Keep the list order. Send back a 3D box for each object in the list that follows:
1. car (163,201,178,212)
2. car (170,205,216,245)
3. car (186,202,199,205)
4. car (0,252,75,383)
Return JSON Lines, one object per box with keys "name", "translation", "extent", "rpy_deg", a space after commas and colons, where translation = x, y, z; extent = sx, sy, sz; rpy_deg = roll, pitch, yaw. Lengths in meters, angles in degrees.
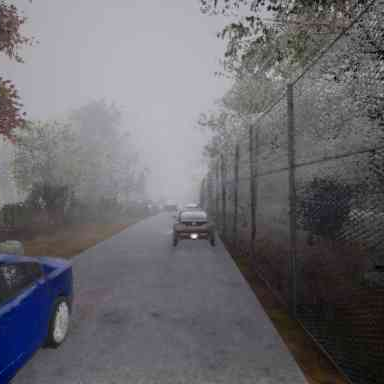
{"name": "car", "translation": [-2.971, 1.994, 46.613], "extent": [1.882, 1.535, 5.008], "rpy_deg": [0, -1, 0]}
{"name": "car", "translation": [0.085, 1.558, 15.942], "extent": [1.837, 1.490, 4.892], "rpy_deg": [0, 0, 0]}
{"name": "car", "translation": [0.025, 1.792, 33.877], "extent": [1.812, 1.442, 4.674], "rpy_deg": [0, -1, 0]}
{"name": "car", "translation": [-2.847, 1.479, 3.444], "extent": [1.882, 1.535, 5.008], "rpy_deg": [0, 0, 0]}
